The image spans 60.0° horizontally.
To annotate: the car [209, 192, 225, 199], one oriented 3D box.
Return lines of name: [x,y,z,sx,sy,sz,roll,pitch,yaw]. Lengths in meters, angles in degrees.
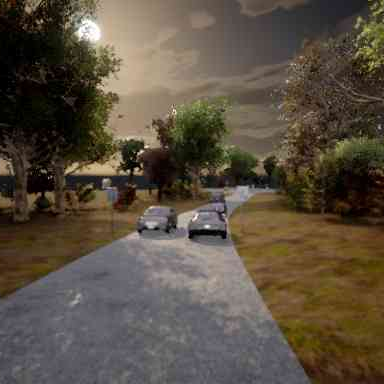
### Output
car: [4.574,1.029,59.970,2.150,2.045,5.566,1,2,14]

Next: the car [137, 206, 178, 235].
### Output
car: [-1.942,1.596,19.832,2.128,1.511,4.902,0,-1,5]

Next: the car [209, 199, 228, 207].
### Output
car: [2.938,1.813,36.633,2.033,1.411,5.357,0,0,9]

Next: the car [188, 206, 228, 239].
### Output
car: [0.892,1.670,18.198,1.994,1.385,4.181,0,-1,4]
